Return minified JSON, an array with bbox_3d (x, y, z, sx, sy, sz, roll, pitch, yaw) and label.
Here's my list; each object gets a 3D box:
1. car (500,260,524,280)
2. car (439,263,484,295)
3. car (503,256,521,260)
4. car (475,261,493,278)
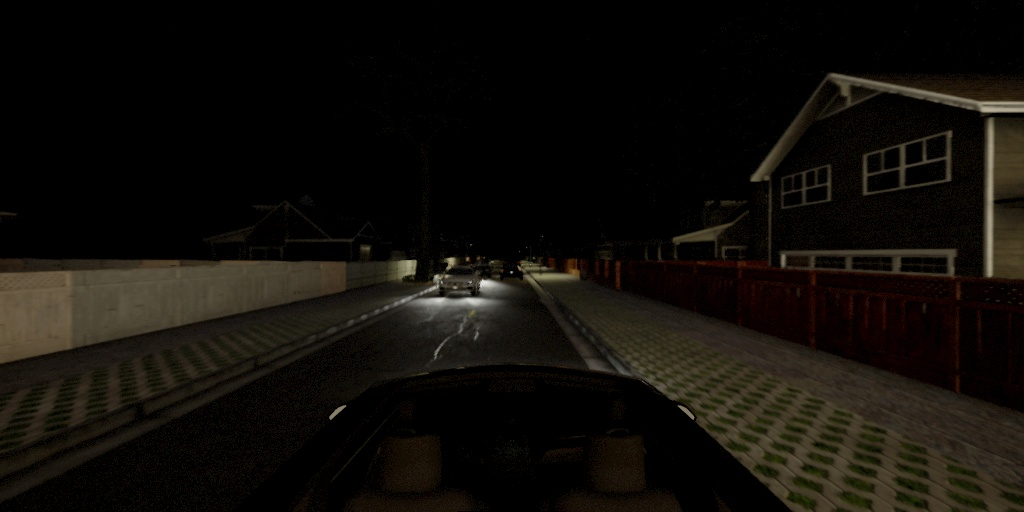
[{"bbox_3d":[-0.016,1.301,31.147,1.994,1.385,4.181,0,0,0],"label":"car"},{"bbox_3d":[-2.767,1.274,19.813,1.812,1.442,4.674,0,0,0],"label":"car"},{"bbox_3d":[0.028,0.950,46.380,2.150,2.045,5.566,0,0,0],"label":"car"},{"bbox_3d":[-2.777,1.229,33.067,2.128,1.511,4.902,0,0,0],"label":"car"}]
